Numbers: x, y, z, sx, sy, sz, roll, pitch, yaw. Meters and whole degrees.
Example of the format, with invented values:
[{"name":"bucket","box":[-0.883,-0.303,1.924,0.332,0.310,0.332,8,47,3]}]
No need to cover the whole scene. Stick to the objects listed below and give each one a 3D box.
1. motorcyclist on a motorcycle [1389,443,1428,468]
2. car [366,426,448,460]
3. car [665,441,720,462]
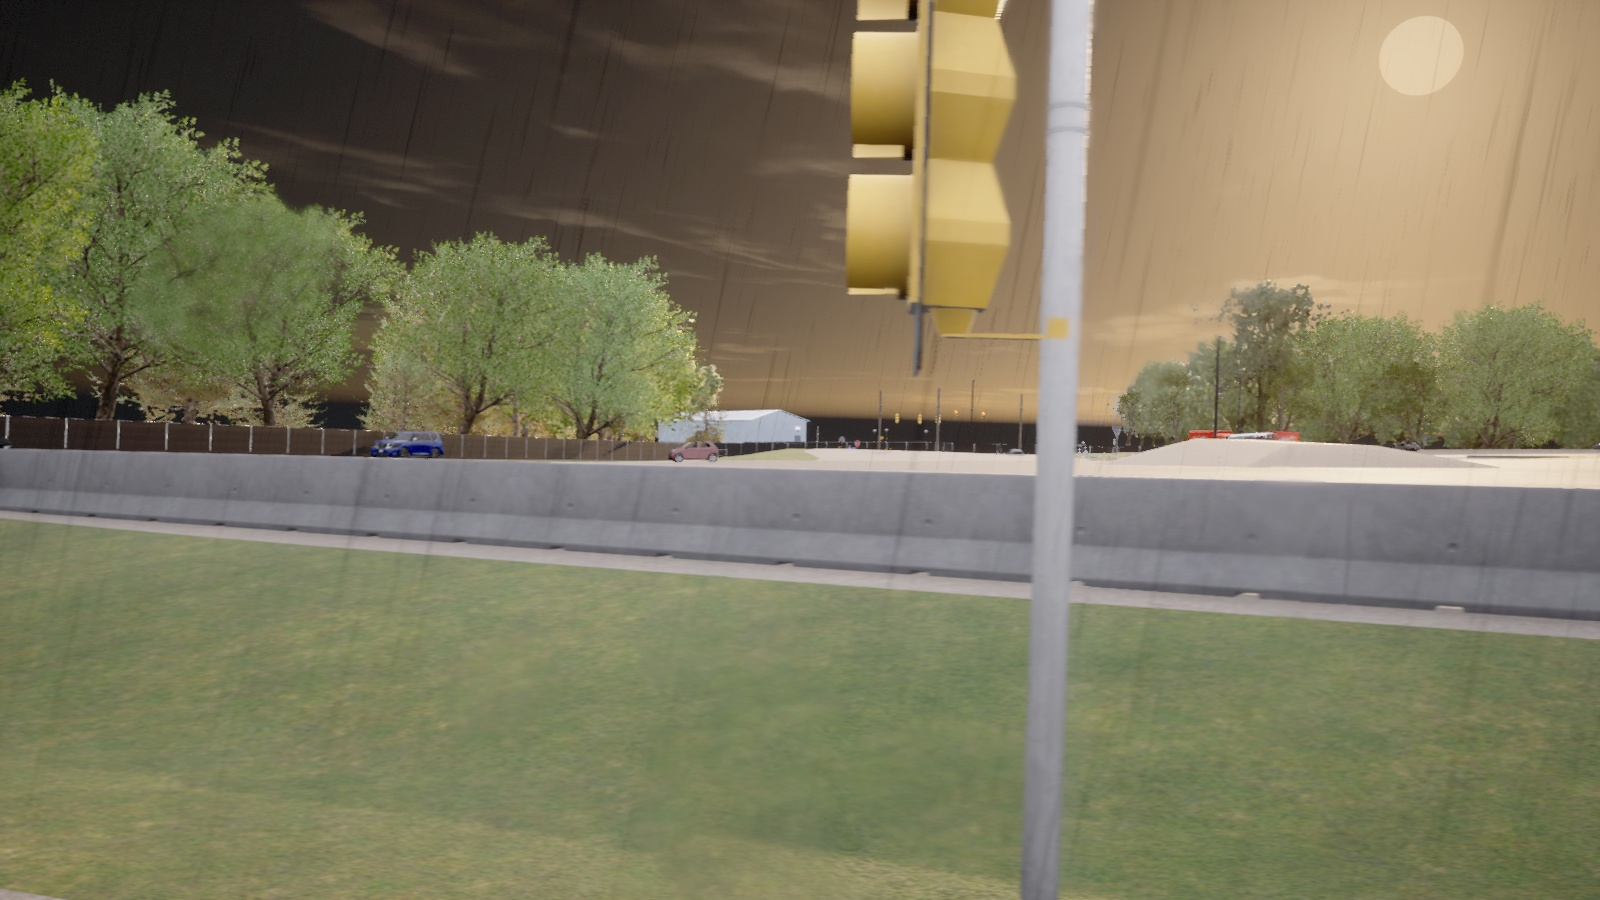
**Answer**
[{"name":"motorcyclist on a motorcycle","box":[38.523,0.330,79.554,0.866,1.530,2.191,-3,2,-21]},{"name":"car","box":[-25.886,-0.431,82.917,2.150,2.045,5.566,3,0,20]},{"name":"car","box":[-7.746,0.119,90.242,3.633,1.501,1.845,0,-1,-14]}]
